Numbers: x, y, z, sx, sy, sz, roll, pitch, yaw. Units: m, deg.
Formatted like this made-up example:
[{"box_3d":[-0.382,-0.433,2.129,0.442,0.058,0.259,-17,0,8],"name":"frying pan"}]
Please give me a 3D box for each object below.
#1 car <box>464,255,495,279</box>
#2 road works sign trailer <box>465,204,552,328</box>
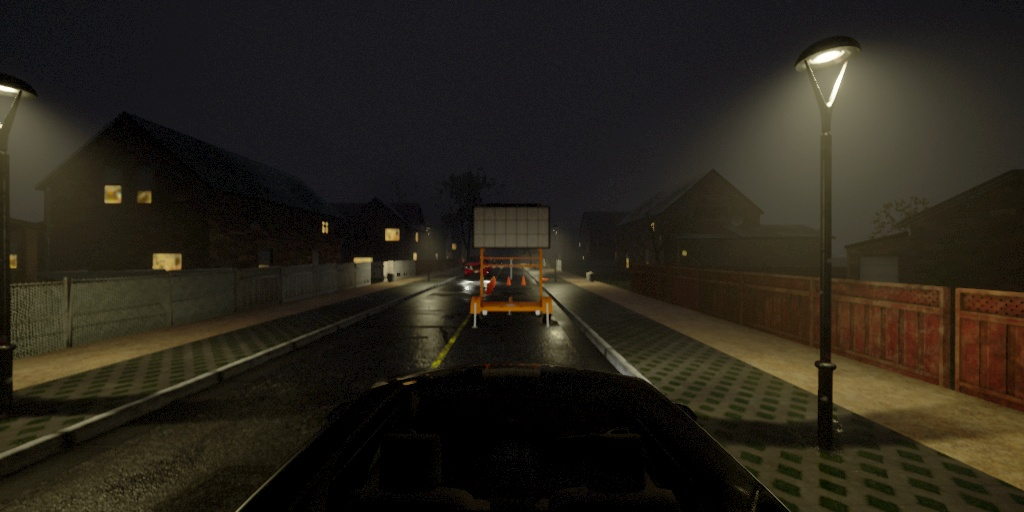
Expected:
[{"box_3d":[-2.920,0.905,31.832,2.150,2.045,5.566,0,0,0],"name":"car"},{"box_3d":[-0.021,0.177,11.200,2.380,3.560,2.880,0,0,0],"name":"road works sign trailer"}]
